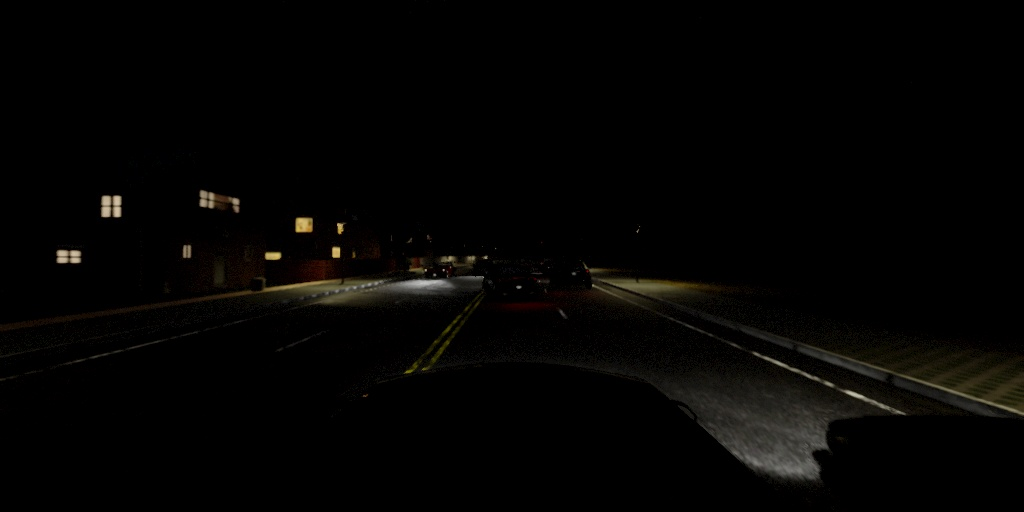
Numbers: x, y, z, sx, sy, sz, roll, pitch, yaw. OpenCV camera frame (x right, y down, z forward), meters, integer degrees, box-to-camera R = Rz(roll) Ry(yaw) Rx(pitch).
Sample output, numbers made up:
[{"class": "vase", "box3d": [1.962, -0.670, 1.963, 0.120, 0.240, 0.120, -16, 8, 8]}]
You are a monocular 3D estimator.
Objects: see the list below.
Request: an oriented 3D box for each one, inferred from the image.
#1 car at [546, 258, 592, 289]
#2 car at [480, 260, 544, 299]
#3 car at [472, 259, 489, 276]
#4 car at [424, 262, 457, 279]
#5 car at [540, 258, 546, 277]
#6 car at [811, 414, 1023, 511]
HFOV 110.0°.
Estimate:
[{"class": "car", "box3d": [3.509, 0.986, 22.116, 2.097, 1.767, 4.553, 0, 0, 1]}, {"class": "car", "box3d": [-0.184, 1.137, 17.461, 1.882, 1.535, 5.008, -1, 1, -12]}, {"class": "car", "box3d": [-2.679, 1.071, 34.549, 1.837, 1.490, 4.892, 0, 0, 2]}, {"class": "car", "box3d": [-6.077, 1.188, 30.732, 1.895, 1.301, 4.718, 0, 0, 2]}, {"class": "car", "box3d": [3.840, 1.099, 33.086, 1.812, 1.442, 4.674, 0, 0, 2]}, {"class": "car", "box3d": [3.245, 1.308, 0.261, 2.033, 1.411, 5.357, 0, 0, 0]}]
